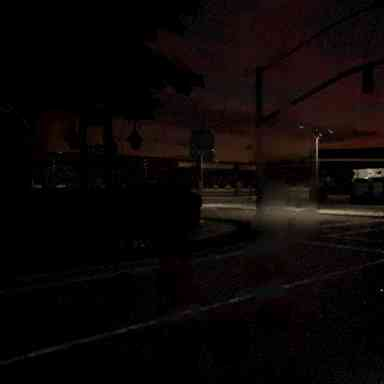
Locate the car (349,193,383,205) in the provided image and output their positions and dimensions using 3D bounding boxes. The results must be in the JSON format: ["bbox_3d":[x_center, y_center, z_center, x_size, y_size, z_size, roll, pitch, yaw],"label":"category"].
[{"bbox_3d":[23.933,0.917,45.429,2.242,1.667,4.611,-1,0,-35],"label":"car"}]
